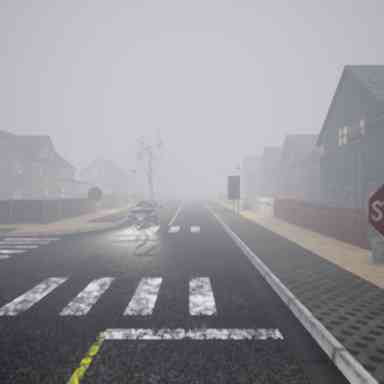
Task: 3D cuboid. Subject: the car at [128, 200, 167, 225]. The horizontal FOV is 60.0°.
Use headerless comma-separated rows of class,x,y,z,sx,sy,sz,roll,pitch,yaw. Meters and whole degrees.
car,-2.873,1.291,22.278,2.128,1.511,4.902,0,1,5
